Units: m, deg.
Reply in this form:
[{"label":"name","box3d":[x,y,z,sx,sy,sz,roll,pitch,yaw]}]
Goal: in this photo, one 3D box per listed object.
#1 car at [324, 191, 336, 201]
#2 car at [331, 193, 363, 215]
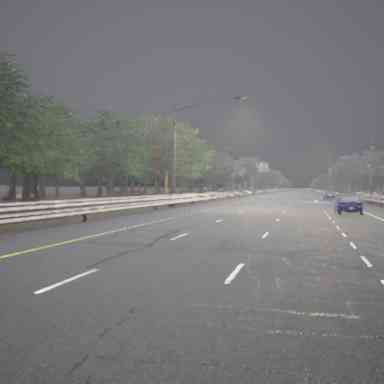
[{"label":"car","box3d":[24.367,0.614,58.275,2.097,1.767,4.553,1,1,26]},{"label":"car","box3d":[13.640,1.143,29.105,1.882,1.535,5.008,1,1,19]}]
